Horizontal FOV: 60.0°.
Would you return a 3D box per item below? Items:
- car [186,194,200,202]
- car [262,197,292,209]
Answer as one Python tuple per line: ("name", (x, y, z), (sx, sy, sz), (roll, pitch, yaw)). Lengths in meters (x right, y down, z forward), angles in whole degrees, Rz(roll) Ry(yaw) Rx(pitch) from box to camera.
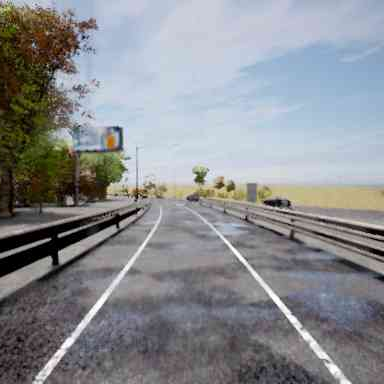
("car", (0.122, 1.305, 74.460), (2.097, 1.767, 4.553), (0, 0, -19))
("car", (10.917, 1.355, 43.274), (2.128, 1.511, 4.902), (0, 0, -19))
